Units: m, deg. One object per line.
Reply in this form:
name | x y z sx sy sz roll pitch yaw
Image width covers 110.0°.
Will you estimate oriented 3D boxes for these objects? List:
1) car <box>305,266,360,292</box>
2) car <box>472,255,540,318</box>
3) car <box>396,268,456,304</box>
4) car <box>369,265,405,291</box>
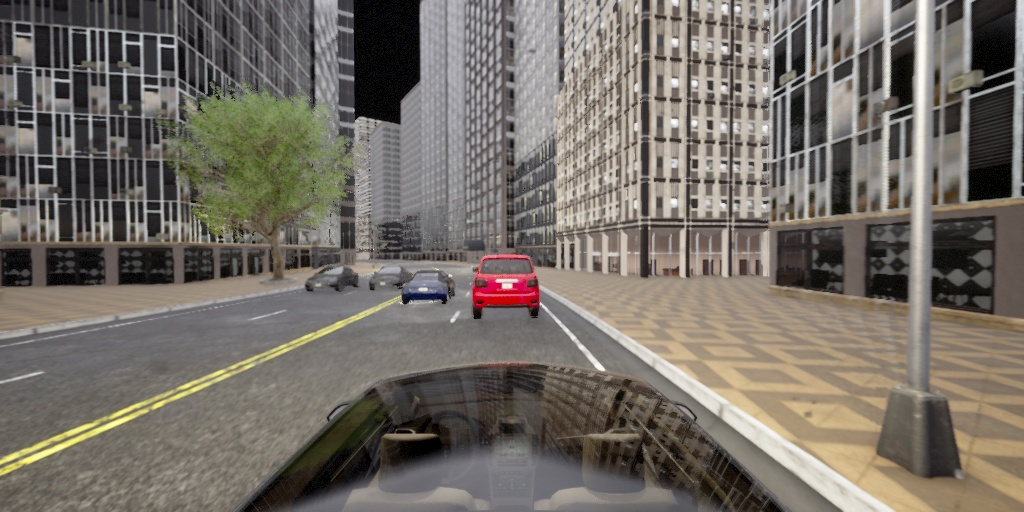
car | -10.761 1.341 21.868 1.812 1.442 4.674 0 0 -5
car | -0.278 0.987 13.271 2.150 2.045 5.566 0 0 -3
car | -3.771 1.346 16.738 1.994 1.385 4.181 0 0 -4
car | -7.569 1.331 22.722 1.812 1.442 4.674 0 0 -5
